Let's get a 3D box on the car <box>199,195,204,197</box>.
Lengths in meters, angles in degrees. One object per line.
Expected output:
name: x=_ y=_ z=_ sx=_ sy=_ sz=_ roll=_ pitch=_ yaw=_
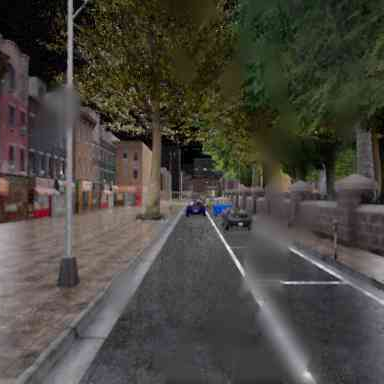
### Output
car: x=3.250 y=1.676 z=70.437 sx=2.192 sy=1.841 sz=5.009 roll=1 pitch=0 yaw=1

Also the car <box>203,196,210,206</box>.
car: x=3.110 y=1.782 z=54.258 sx=1.752 sy=1.417 sz=4.829 roll=1 pitch=0 yaw=1

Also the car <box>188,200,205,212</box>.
car: x=0.492 y=1.746 z=43.983 sx=2.033 sy=1.411 sz=5.357 roll=0 pitch=0 yaw=-2

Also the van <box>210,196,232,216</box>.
van: x=2.925 y=1.479 z=32.292 sx=1.690 sy=1.788 sz=3.998 roll=1 pitch=0 yaw=1

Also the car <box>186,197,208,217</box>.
car: x=0.381 y=1.622 z=33.706 sx=1.882 sy=1.535 sz=5.008 roll=0 pitch=0 yaw=0

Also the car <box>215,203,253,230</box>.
car: x=2.829 y=1.637 z=21.393 sx=2.008 sy=1.369 sz=4.403 roll=1 pitch=0 yaw=1
